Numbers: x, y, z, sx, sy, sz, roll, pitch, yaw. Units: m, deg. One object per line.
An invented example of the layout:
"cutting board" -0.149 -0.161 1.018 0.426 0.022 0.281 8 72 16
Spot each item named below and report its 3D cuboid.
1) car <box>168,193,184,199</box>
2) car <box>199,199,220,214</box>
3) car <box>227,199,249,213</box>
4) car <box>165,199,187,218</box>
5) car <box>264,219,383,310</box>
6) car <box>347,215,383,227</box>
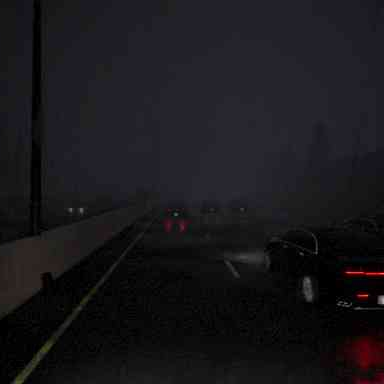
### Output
"car" -2.518 1.216 52.475 2.150 2.045 5.566 0 0 -3
"car" 1.823 1.518 34.988 2.128 1.511 4.902 0 0 -3
"car" 5.193 1.560 37.794 1.837 1.490 4.892 0 0 -3
"car" -1.464 1.599 30.474 1.895 1.301 4.718 0 0 -3
"car" 3.124 1.534 7.956 1.837 1.490 4.892 0 0 -3
"car" 6.442 1.548 11.848 2.128 1.511 4.902 0 0 -3
